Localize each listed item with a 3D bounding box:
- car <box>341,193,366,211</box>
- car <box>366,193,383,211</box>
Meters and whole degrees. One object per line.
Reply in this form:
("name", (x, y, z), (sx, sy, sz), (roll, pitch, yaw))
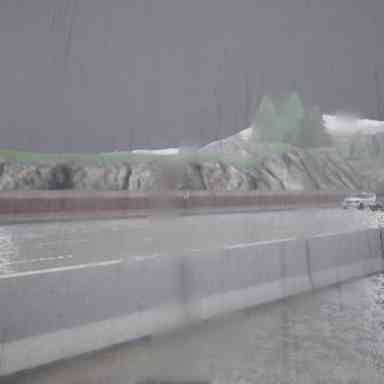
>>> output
("car", (20.280, 1.110, 40.154), (5.566, 2.045, 2.150), (0, 0, -38))
("car", (21.694, 1.239, 36.856), (4.553, 1.767, 2.097), (0, 0, -38))
